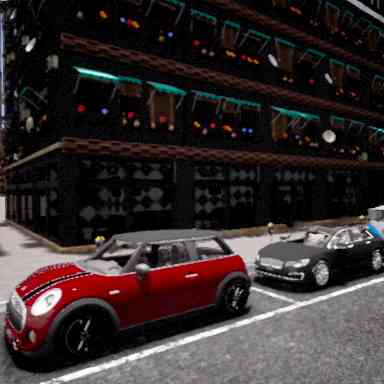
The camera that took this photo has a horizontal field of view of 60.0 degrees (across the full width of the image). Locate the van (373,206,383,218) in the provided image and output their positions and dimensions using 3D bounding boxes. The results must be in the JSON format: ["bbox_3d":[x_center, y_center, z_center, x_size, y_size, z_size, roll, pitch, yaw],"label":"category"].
[{"bbox_3d":[8.177,1.358,12.366,3.998,1.788,1.690,0,-1,-35],"label":"van"}]

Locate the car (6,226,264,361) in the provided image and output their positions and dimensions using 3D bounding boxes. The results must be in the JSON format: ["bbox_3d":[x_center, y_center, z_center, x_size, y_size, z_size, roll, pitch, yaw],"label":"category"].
[{"bbox_3d":[-0.945,1.443,5.859,4.097,1.590,1.967,0,-1,-35],"label":"car"}]

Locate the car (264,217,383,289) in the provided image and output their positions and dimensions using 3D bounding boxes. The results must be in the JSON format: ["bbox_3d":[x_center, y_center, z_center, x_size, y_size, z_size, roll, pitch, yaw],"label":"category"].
[{"bbox_3d":[3.617,1.561,9.111,4.403,1.369,2.008,0,-1,-35],"label":"car"}]
